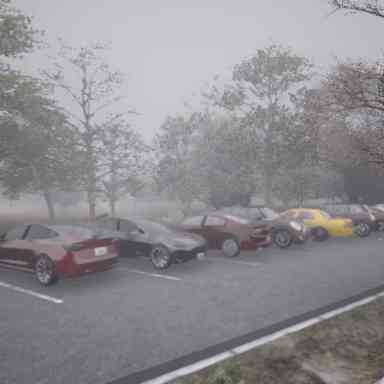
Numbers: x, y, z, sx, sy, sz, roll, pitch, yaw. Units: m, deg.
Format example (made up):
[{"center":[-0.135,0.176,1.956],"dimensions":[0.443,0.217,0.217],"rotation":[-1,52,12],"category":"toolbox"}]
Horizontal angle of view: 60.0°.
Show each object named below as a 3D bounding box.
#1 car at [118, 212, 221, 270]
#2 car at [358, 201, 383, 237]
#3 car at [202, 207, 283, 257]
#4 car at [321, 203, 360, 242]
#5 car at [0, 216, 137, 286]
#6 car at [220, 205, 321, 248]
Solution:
[{"center":[-1.722,1.537,11.232],"dimensions":[4.792,1.488,2.163],"rotation":[-1,-1,34],"category":"car"},{"center":[7.729,1.381,18.361],"dimensions":[4.553,1.767,2.185],"rotation":[-1,-1,33],"category":"car"},{"center":[0.632,1.507,13.002],"dimensions":[5.008,1.535,2.097],"rotation":[-1,-1,34],"category":"car"},{"center":[5.199,1.507,16.672],"dimensions":[5.366,1.575,1.946],"rotation":[-1,-1,33],"category":"car"},{"center":[-4.173,1.538,9.512],"dimensions":[4.792,1.488,2.163],"rotation":[-1,-1,34],"category":"car"},{"center":[2.973,1.383,14.806],"dimensions":[4.553,1.767,2.185],"rotation":[-1,-1,33],"category":"car"}]
